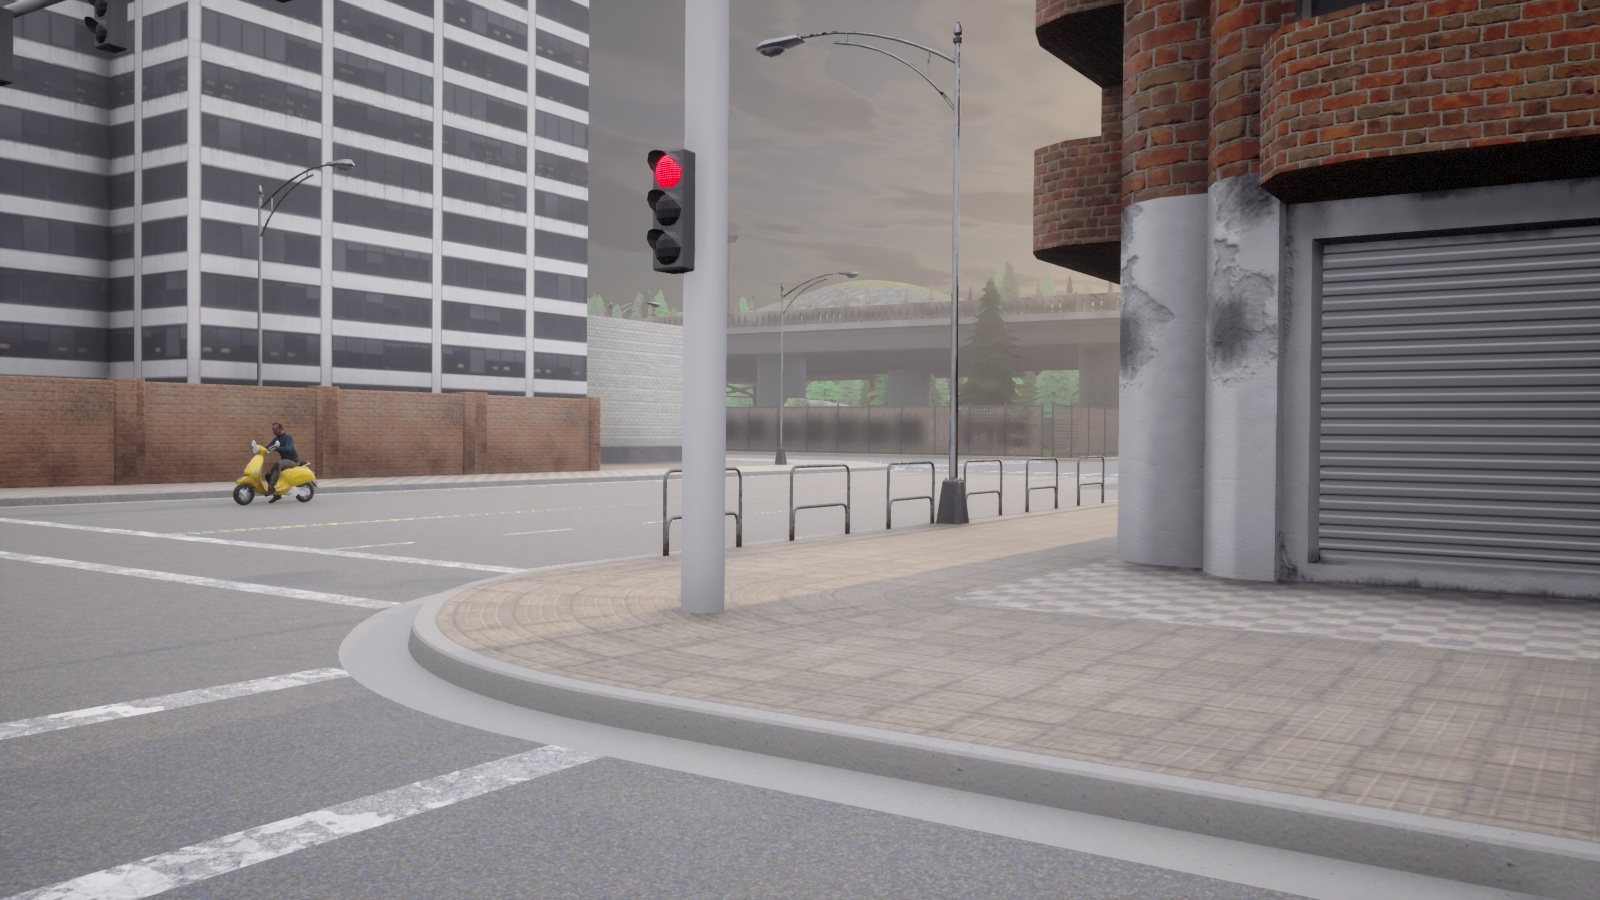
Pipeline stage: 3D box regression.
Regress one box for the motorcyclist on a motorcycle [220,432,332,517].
[{"bbox_3d":[-10.189,0.443,24.478,0.866,1.590,1.817,0,1,33],"label":"motorcyclist on a motorcycle"}]
